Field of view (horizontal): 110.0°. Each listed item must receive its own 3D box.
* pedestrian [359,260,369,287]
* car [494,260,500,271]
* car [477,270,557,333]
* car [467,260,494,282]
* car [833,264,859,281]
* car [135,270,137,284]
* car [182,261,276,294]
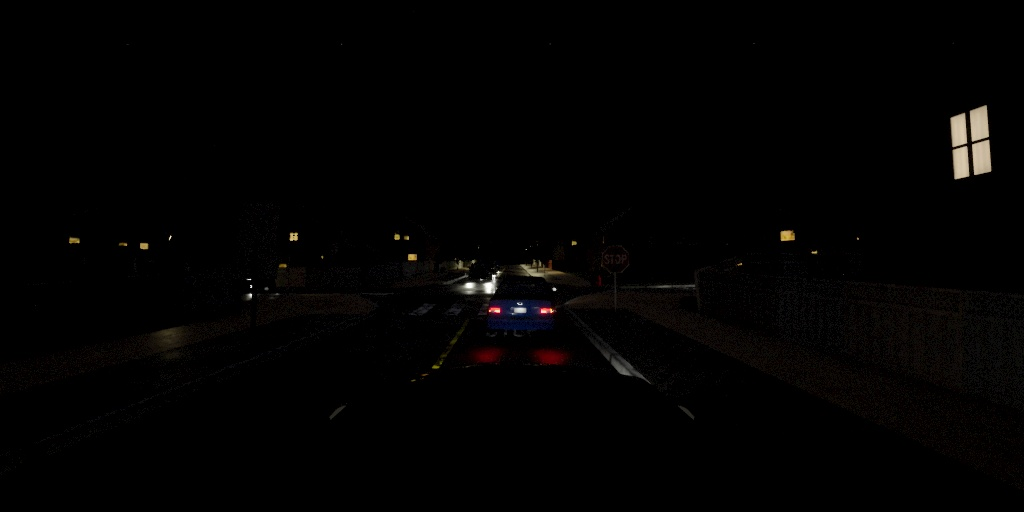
[{"bbox_3d":[-9.792,1.148,23.672,0.375,1.860,0.375,0,-3,-1],"label":"pedestrian"},{"bbox_3d":[-2.795,1.369,42.637,1.837,1.490,4.892,0,-1,0],"label":"car"},{"bbox_3d":[0.375,1.310,10.809,2.033,1.411,5.357,0,0,4],"label":"car"},{"bbox_3d":[-2.669,1.292,30.199,1.882,1.535,5.008,0,0,-4],"label":"car"},{"bbox_3d":[25.625,1.279,26.950,4.892,1.490,1.837,0,-3,-19],"label":"car"},{"bbox_3d":[-24.025,1.421,21.518,4.674,1.442,1.812,0,-3,6],"label":"car"},{"bbox_3d":[-14.476,1.060,17.999,4.553,1.767,2.097,0,-3,2],"label":"car"}]
